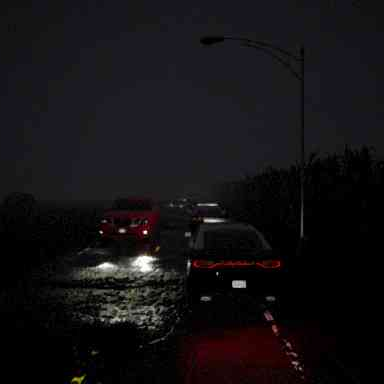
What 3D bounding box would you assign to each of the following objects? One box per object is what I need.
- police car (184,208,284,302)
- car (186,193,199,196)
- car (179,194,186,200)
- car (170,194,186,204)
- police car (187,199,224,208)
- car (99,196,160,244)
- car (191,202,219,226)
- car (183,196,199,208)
[{"bbox_3d":[0.837,1.423,8.455,1.930,1.638,5.238,0,0,0],"label":"police car"},{"bbox_3d":[0.093,1.134,60.053,2.150,2.045,5.566,0,0,0],"label":"car"},{"bbox_3d":[-2.607,1.353,91.596,1.994,1.385,4.181,0,0,0],"label":"car"},{"bbox_3d":[-2.730,1.264,59.810,2.097,1.767,4.553,0,0,0],"label":"car"},{"bbox_3d":[0.853,1.415,18.454,1.930,1.638,5.238,0,0,0],"label":"police car"},{"bbox_3d":[-2.824,1.214,16.224,2.150,2.045,5.566,0,0,0],"label":"car"},{"bbox_3d":[0.862,1.509,24.344,1.812,1.442,4.674,0,0,0],"label":"car"},{"bbox_3d":[0.116,1.549,46.088,1.895,1.301,4.718,0,0,1],"label":"car"}]
